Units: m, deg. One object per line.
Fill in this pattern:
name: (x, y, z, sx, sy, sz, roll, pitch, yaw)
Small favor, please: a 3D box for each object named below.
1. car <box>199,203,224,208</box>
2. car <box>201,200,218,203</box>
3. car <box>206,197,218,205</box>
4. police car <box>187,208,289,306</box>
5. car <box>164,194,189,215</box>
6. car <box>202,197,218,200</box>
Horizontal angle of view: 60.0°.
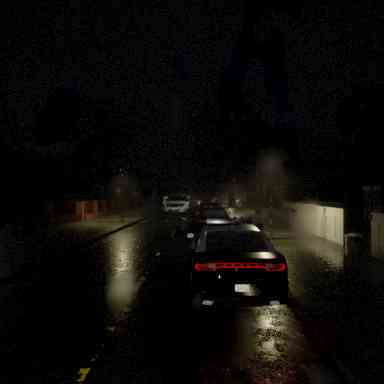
car: (1.166, 1.531, 18.071, 1.812, 1.442, 4.674, 0, 0, 2)
car: (1.424, 1.534, 24.040, 1.812, 1.442, 4.674, 0, 0, 3)
car: (3.758, 1.645, 61.045, 1.895, 1.301, 4.718, 0, 0, 7)
police car: (0.896, 1.427, 8.228, 1.930, 1.638, 5.238, 0, 0, 1)
car: (-1.510, 1.240, 34.160, 2.150, 2.045, 5.566, 0, 0, 4)
car: (2.190, 1.519, 45.887, 2.128, 1.511, 4.902, 0, 0, 6)
